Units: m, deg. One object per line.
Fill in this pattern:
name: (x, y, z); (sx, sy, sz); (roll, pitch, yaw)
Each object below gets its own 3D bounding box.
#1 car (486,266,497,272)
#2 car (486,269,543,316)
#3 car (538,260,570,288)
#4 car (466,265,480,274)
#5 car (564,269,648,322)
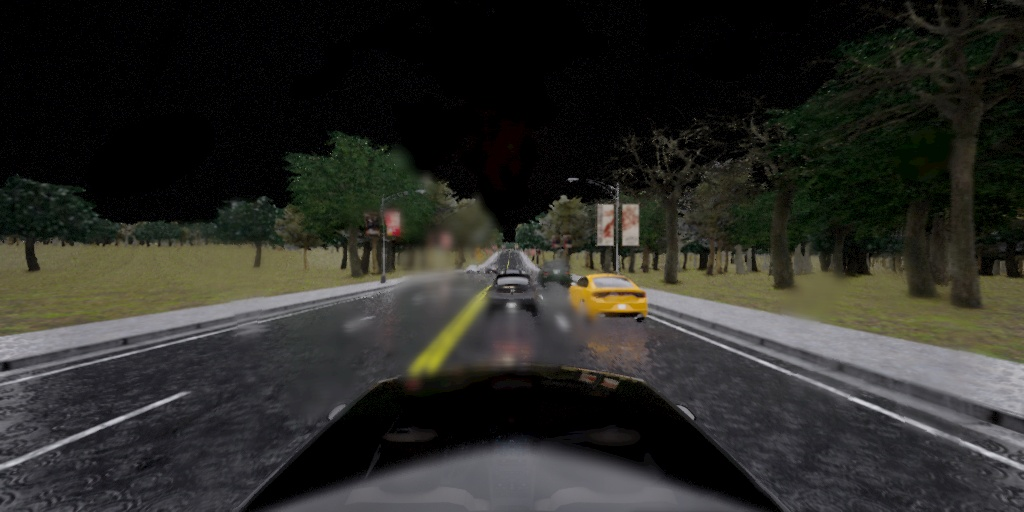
car: (-3.283, 2.310, 59.360); (2.033, 1.411, 5.357); (0, -1, 1)
car: (0.051, 1.429, 14.239); (1.837, 1.490, 4.892); (0, 0, 1)
car: (3.296, 1.369, 28.081); (2.150, 2.045, 5.566); (0, -1, 1)
car: (-6.527, 2.313, 60.359); (1.812, 1.442, 4.674); (0, -1, 1)
car: (3.291, 1.383, 13.092); (1.882, 1.535, 5.008); (0, -1, 1)
